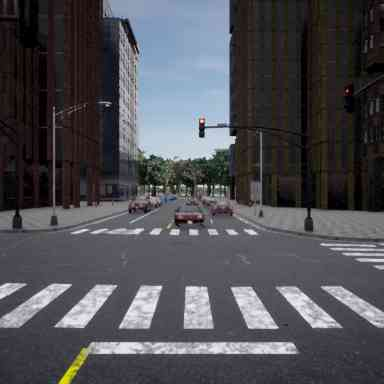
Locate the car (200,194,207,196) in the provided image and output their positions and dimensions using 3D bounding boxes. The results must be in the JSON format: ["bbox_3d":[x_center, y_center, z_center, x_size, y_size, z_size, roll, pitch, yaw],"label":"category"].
[{"bbox_3d":[2.781,1.559,58.862,1.887,1.381,4.507,0,0,0],"label":"car"}]

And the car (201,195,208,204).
[{"bbox_3d":[2.777,1.560,47.987,2.008,1.369,4.403,0,0,0],"label":"car"}]

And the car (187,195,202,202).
[{"bbox_3d":[0.118,1.612,52.034,1.895,1.301,4.718,0,0,0],"label":"car"}]

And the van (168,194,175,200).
[{"bbox_3d":[-5.735,1.376,91.491,1.690,1.788,3.998,0,0,0],"label":"van"}]

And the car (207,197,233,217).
[{"bbox_3d":[2.772,1.444,31.675,1.967,1.590,4.097,0,0,0],"label":"car"}]

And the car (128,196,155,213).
[{"bbox_3d":[-5.752,1.321,37.115,2.192,1.841,5.009,0,0,0],"label":"car"}]

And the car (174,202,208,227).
[{"bbox_3d":[-0.238,1.601,23.005,1.895,1.301,4.718,0,0,-4],"label":"car"}]

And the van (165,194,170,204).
[{"bbox_3d":[-5.743,1.358,64.303,1.690,1.788,3.998,0,0,0],"label":"van"}]

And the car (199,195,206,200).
[{"bbox_3d":[2.790,1.561,91.658,1.752,1.417,4.829,0,0,0],"label":"car"}]

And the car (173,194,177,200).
[{"bbox_3d":[-5.736,1.597,86.053,1.947,1.339,4.313,0,0,0],"label":"car"}]

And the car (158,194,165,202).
[{"bbox_3d":[-5.746,1.537,53.258,1.752,1.417,4.829,0,0,0],"label":"car"}]

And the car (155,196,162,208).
[{"bbox_3d":[-5.748,1.591,47.990,1.802,1.307,4.206,0,0,0],"label":"car"}]

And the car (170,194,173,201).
[{"bbox_3d":[-5.741,1.571,69.740,2.008,1.369,4.403,0,0,0],"label":"car"}]

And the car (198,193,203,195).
[{"bbox_3d":[2.786,1.549,75.345,1.752,1.417,4.829,0,0,0],"label":"car"}]
